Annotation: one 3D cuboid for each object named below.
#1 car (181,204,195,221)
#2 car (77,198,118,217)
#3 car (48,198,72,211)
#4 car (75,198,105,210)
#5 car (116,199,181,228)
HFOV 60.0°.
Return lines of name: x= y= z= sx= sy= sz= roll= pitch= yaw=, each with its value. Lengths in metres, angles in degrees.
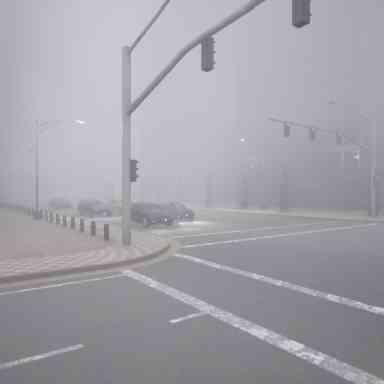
car: x=-1.547 y=1.509 z=26.091 sx=1.994 sy=1.385 sz=4.181 roll=0 pitch=0 yaw=-36
car: x=-8.985 y=1.492 z=30.526 sx=2.033 sy=1.411 sz=5.357 roll=0 pitch=0 yaw=-35
car: x=-16.290 y=1.422 z=40.995 sx=1.882 sy=1.535 sz=5.008 roll=0 pitch=0 yaw=-35
car: x=-13.153 y=1.492 z=42.615 sx=2.033 sy=1.411 sz=5.357 roll=0 pitch=0 yaw=-35
car: x=-3.018 y=1.449 z=22.142 sx=1.837 sy=1.490 sz=4.892 roll=0 pitch=0 yaw=-36
